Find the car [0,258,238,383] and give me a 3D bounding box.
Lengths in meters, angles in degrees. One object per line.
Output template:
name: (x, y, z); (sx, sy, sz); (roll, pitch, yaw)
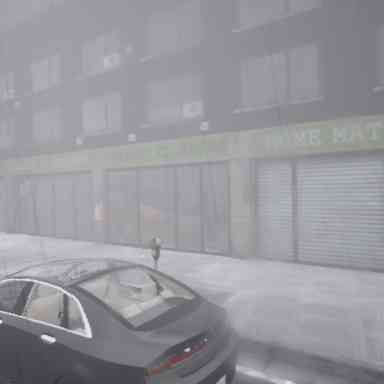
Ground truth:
car: (-1.599, 1.535, 4.172); (4.403, 1.369, 2.008); (-1, 1, 33)
